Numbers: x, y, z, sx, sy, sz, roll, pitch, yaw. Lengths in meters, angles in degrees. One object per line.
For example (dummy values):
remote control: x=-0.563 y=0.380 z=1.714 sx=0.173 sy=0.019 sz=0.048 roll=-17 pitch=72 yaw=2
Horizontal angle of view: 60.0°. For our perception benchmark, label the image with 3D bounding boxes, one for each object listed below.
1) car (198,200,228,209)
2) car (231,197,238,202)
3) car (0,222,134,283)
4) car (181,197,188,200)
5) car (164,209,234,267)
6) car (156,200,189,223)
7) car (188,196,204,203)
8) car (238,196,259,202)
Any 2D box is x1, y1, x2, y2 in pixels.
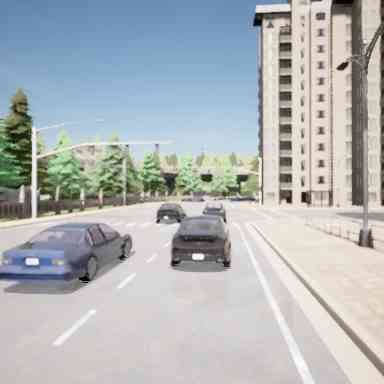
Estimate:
car: x=1.826 y=1.628 z=26.656 sx=2.128 sy=1.511 sz=4.902 roll=0 pitch=0 yaw=6
car: x=12.803 y=1.993 z=92.730 sx=4.674 sy=1.442 sz=1.812 roll=0 pitch=0 yaw=-41
car: x=-3.296 y=1.600 z=9.885 sx=2.033 sy=1.411 sz=5.357 roll=0 pitch=0 yaw=6
car: x=-1.225 y=1.976 z=85.313 sx=2.033 sy=1.411 sz=5.357 roll=0 pitch=0 yaw=22
car: x=0.419 y=1.567 z=11.745 sx=1.837 sy=1.490 sz=4.892 roll=0 pitch=0 yaw=6
car: x=-1.656 y=1.645 z=27.005 sx=1.837 sy=1.490 sz=4.892 roll=0 pitch=0 yaw=6
car: x=1.373 y=1.776 z=82.521 sx=2.097 sy=1.767 sz=4.553 roll=0 pitch=0 yaw=22
car: x=15.538 y=1.957 z=90.454 sx=4.892 sy=1.490 sz=1.837 roll=0 pitch=0 yaw=-37
